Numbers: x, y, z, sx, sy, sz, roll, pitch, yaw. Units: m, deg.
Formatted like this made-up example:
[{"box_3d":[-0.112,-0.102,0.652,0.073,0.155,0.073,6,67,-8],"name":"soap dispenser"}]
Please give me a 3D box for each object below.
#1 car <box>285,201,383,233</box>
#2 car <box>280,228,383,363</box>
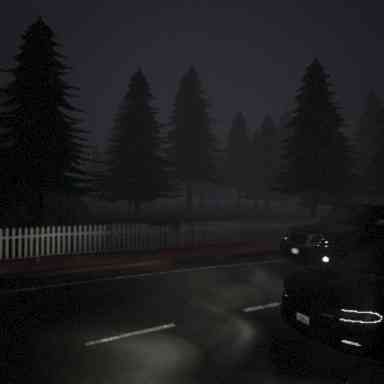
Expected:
[{"box_3d":[5.461,1.318,10.247,5.566,2.045,2.150,1,-1,-21],"name":"car"},{"box_3d":[3.848,1.538,5.720,5.008,1.535,1.882,1,-1,-24],"name":"car"}]
